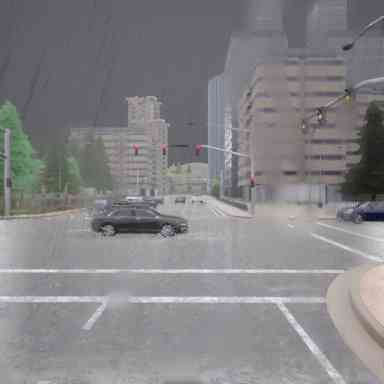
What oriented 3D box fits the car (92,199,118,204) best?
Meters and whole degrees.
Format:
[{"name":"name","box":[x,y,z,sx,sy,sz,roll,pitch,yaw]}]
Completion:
[{"name":"car","box":[-9.846,1.526,36.413,1.812,1.442,4.674,0,0,1]}]

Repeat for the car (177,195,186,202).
[{"name":"car","box":[-2.360,1.478,77.306,1.882,1.535,5.008,0,0,1]}]

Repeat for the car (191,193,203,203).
[{"name":"car","box":[1.038,1.221,66.933,2.150,2.045,5.566,0,0,1]}]

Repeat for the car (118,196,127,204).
[{"name":"car","box":[-9.772,1.601,45.513,1.895,1.301,4.718,0,0,1]}]

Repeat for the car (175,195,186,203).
[{"name":"car","box":[-2.357,1.564,67.737,1.994,1.385,4.181,0,0,1]}]

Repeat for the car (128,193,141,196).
[{"name":"car","box":[-9.659,1.221,55.472,2.150,2.045,5.566,0,0,1]}]

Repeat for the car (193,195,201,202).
[{"name":"car","box":[1.133,1.521,76.618,1.812,1.442,4.674,0,0,1]}]

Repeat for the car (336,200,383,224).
[{"name":"car","box":[12.948,1.352,24.084,4.553,1.767,2.097,0,0,1]}]

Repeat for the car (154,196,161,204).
[{"name":"car","box":[-6.230,1.564,49.497,1.994,1.385,4.181,0,0,0]}]

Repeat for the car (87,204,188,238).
[{"name":"car","box":[-2.646,1.505,17.025,4.892,1.490,1.837,0,0,1]}]

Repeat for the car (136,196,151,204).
[{"name":"car","box":[-9.510,1.491,65.704,2.128,1.511,4.902,0,0,1]}]

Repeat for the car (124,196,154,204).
[{"name":"car","box":[-6.325,1.547,40.291,2.033,1.411,5.357,0,0,1]}]

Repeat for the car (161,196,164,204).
[{"name":"car","box":[-6.104,1.477,59.955,1.882,1.535,5.008,0,0,0]}]
